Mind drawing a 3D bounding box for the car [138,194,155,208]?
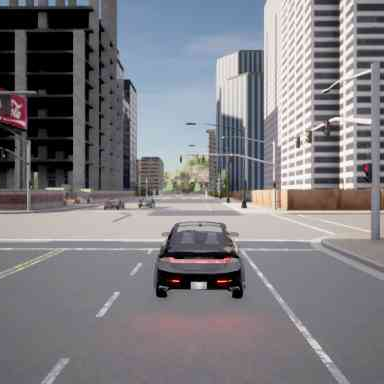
[{"bbox_3d":[-6.420,1.491,47.534,2.128,1.511,4.902,0,0,1],"label":"car"}]

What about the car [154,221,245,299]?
[{"bbox_3d":[0.205,1.492,8.485,2.128,1.511,4.902,0,0,2],"label":"car"}]

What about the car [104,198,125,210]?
[{"bbox_3d":[-9.991,1.526,43.090,1.812,1.442,4.674,0,0,1],"label":"car"}]
